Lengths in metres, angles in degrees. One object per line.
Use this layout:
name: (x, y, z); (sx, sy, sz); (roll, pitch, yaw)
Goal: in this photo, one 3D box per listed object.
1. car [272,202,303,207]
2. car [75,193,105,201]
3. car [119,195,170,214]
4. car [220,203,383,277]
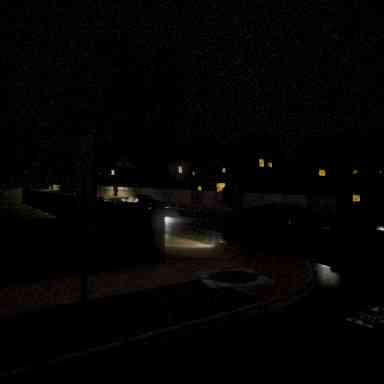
car: (4.070, 1.241, 14.069); (1.882, 1.535, 5.008); (0, 2, -39)
car: (-10.893, 0.528, 35.018); (2.033, 1.411, 5.357); (0, 2, -35)
car: (-3.684, 0.909, 24.651); (2.033, 1.411, 5.357); (0, 2, -35)
car: (3.539, 1.371, 10.098); (5.357, 1.411, 2.033); (7, 5, 38)
